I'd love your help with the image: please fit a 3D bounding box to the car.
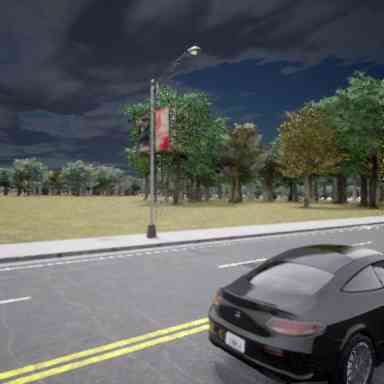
[{"bbox_3d":[2.367,1.552,5.128,4.674,1.442,1.812,0,0,-35],"label":"car"}]
